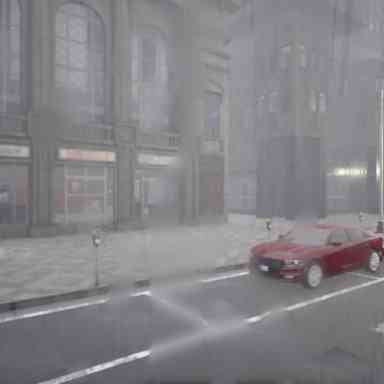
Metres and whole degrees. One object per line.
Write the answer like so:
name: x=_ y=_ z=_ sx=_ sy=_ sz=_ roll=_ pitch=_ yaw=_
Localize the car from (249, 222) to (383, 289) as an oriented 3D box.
car: x=3.537 y=1.559 z=9.175 sx=4.507 sy=1.381 sz=1.887 roll=0 pitch=0 yaw=-36
